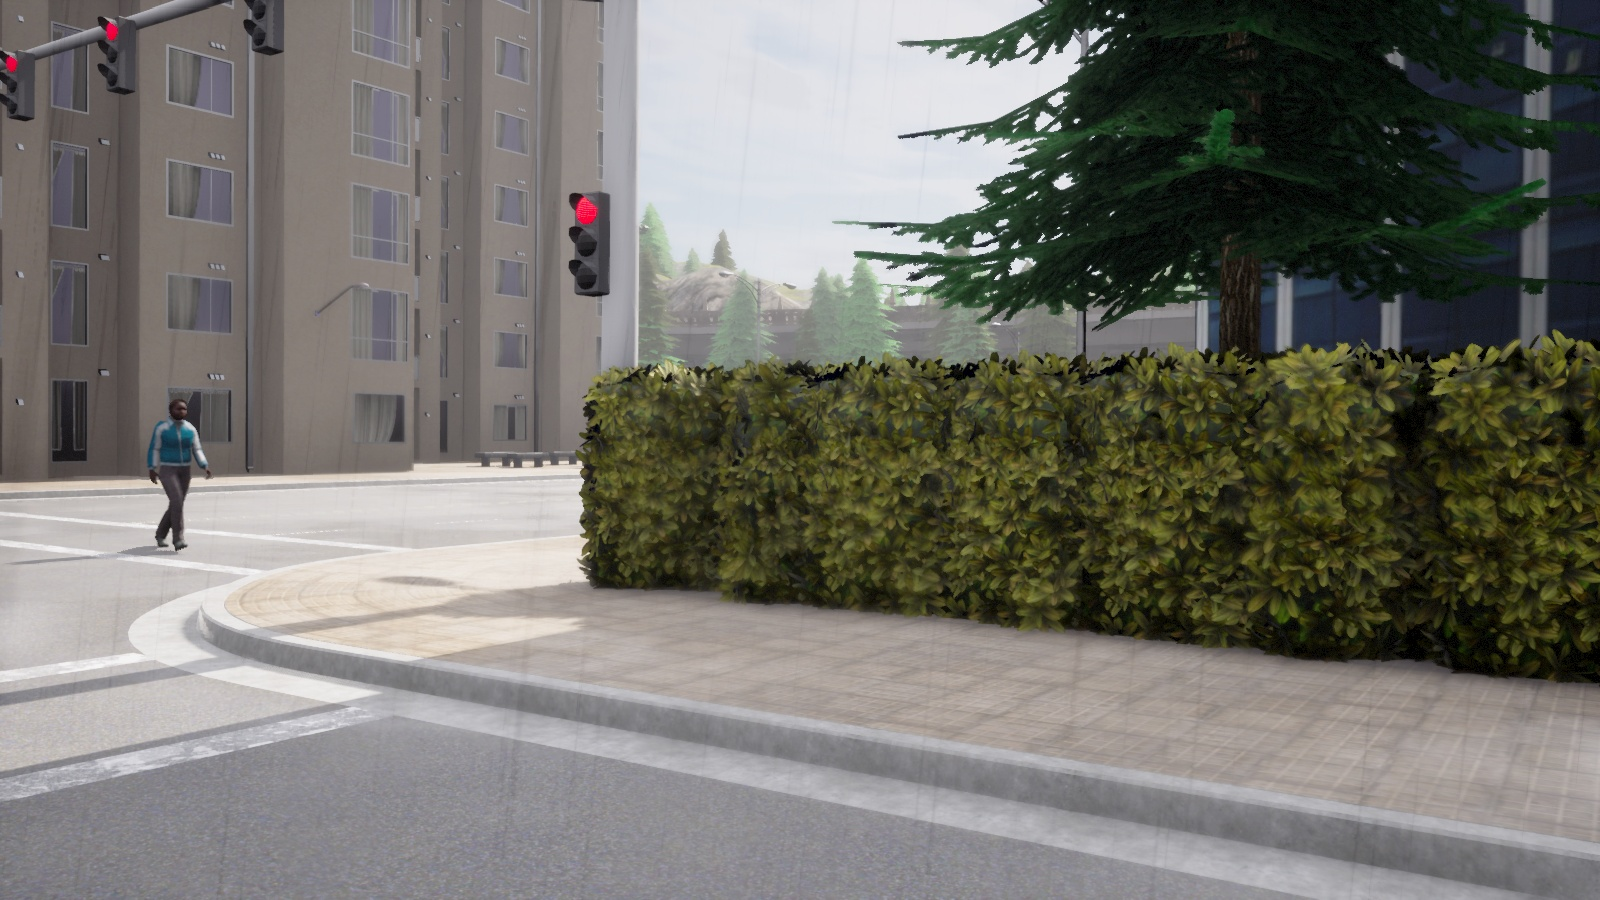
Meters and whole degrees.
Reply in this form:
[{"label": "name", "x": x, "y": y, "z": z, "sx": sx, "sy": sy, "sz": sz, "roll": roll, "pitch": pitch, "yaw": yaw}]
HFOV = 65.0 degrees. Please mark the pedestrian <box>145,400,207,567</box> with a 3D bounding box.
[{"label": "pedestrian", "x": -7.382, "y": 0.381, "z": 14.850, "sx": 0.692, "sy": 1.930, "sz": 0.396, "roll": 0, "pitch": 1, "yaw": 41}]
